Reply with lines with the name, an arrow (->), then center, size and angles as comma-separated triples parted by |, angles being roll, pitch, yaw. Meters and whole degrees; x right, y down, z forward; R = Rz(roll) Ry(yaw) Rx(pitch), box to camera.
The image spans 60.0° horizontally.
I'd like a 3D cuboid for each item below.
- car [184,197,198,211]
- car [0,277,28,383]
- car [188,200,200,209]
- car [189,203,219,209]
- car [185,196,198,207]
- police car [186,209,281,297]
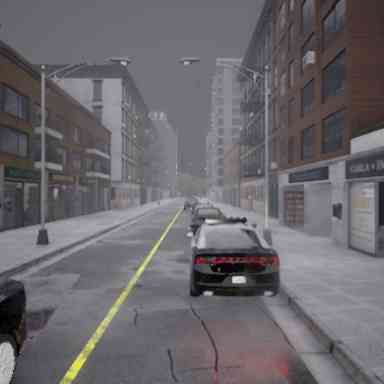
car -> -0.044, 1.592, 45.669 | 2.097, 1.767, 4.553 | 0, 0, 0
car -> -3.001, 1.490, 2.164 | 1.882, 1.535, 5.008 | 0, 0, 0
car -> 0.869, 1.614, 24.779 | 1.882, 1.535, 5.008 | 0, 0, 0
car -> 0.877, 1.610, 18.778 | 1.837, 1.490, 4.892 | 0, 0, 0
car -> -0.074, 1.655, 59.256 | 2.097, 1.767, 4.553 | 0, 0, 0
police car -> 0.890, 1.476, 8.889 | 1.930, 1.638, 5.238 | 0, 0, 0
